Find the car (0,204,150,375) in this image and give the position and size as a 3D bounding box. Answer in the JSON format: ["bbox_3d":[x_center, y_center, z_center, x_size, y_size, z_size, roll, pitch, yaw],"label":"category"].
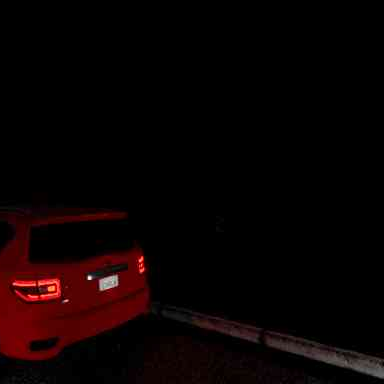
[{"bbox_3d":[-3.237,1.229,5.686,5.566,2.045,2.150,0,0,35],"label":"car"}]
